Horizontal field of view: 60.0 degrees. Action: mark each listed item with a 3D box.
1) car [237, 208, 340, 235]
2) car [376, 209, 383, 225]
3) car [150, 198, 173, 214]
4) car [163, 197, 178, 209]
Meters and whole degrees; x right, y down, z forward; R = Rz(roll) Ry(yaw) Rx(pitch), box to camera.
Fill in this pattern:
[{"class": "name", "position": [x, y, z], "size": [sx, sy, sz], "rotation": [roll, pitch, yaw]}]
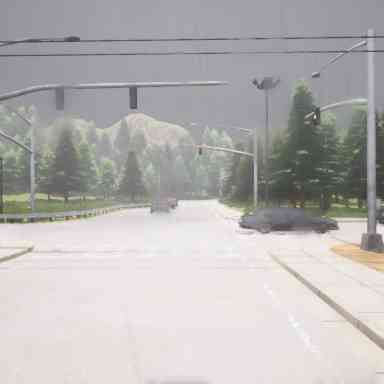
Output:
[{"class": "car", "position": [5.272, 1.591, 18.639], "size": [5.357, 1.411, 2.033], "rotation": [0, 0, 1]}, {"class": "car", "position": [14.629, 1.362, 22.146], "size": [4.553, 1.767, 2.097], "rotation": [0, 0, 1]}, {"class": "car", "position": [-3.518, 1.682, 37.506], "size": [1.994, 1.385, 4.181], "rotation": [0, 0, 0]}, {"class": "car", "position": [-3.476, 1.494, 47.215], "size": [2.097, 1.767, 4.553], "rotation": [0, 0, 0]}]
